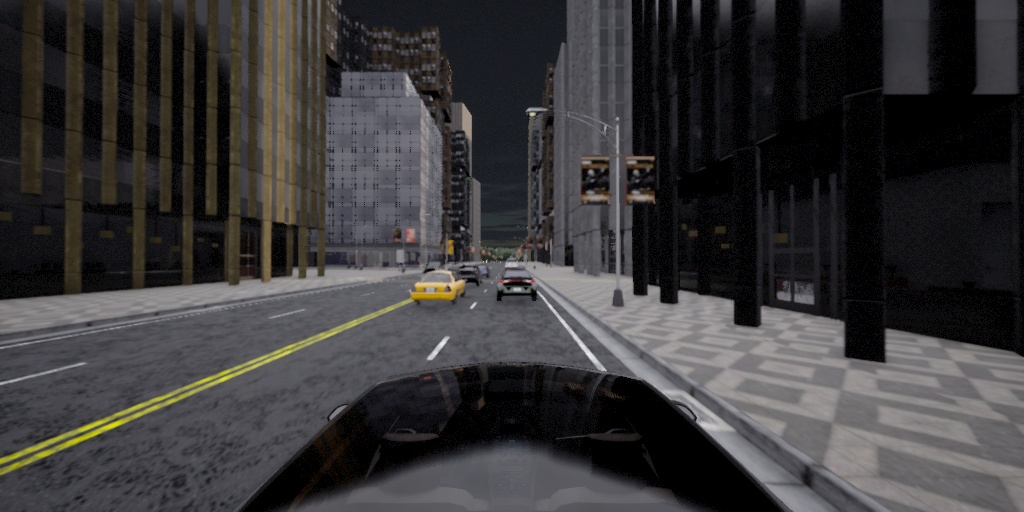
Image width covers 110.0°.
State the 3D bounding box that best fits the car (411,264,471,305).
[{"bbox_3d":[-3.273,1.341,16.914,1.801,1.575,5.366,0,-1,0],"label":"car"}]

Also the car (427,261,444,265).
[{"bbox_3d":[-9.876,1.482,46.383,2.097,1.767,4.553,0,0,0],"label":"car"}]

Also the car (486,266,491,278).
[{"bbox_3d":[-3.308,1.618,38.722,2.033,1.411,5.357,0,0,0],"label":"car"}]

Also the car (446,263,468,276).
[{"bbox_3d":[-6.638,1.616,43.582,1.837,1.490,4.892,0,-1,0],"label":"car"}]

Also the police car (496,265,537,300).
[{"bbox_3d":[0.188,1.404,18.909,2.038,1.542,4.974,0,-1,-1],"label":"police car"}]

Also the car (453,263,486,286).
[{"bbox_3d":[-3.290,1.483,27.723,1.837,1.490,4.892,0,0,0],"label":"car"}]

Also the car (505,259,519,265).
[{"bbox_3d":[-0.006,1.458,59.778,2.150,2.045,5.566,0,0,0],"label":"car"}]
